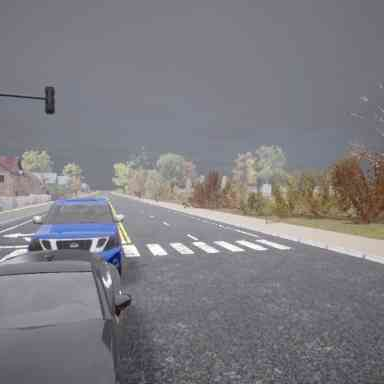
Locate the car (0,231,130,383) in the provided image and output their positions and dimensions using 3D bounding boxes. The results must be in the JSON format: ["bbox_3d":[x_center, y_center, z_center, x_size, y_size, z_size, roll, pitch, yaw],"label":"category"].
[{"bbox_3d":[-1.746,1.525,3.976,1.812,1.442,4.674,0,0,-12],"label":"car"}]

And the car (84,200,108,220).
[{"bbox_3d":[-8.301,1.491,28.882,1.837,1.490,4.892,0,0,-15],"label":"car"}]

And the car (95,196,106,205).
[{"bbox_3d":[-16.481,1.427,59.849,1.882,1.535,5.008,0,0,-15],"label":"car"}]

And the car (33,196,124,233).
[{"bbox_3d":[-3.336,1.219,10.078,2.150,2.045,5.566,0,0,-15],"label":"car"}]
